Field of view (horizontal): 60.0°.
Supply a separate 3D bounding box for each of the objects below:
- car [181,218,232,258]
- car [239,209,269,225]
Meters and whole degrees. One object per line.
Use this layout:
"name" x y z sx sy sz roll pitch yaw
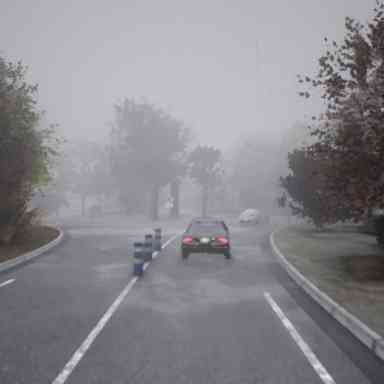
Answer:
"car" 0.662 1.766 13.749 2.033 1.411 5.357 0 -2 5
"car" 6.103 2.373 32.562 1.812 1.442 4.674 -1 -2 30
